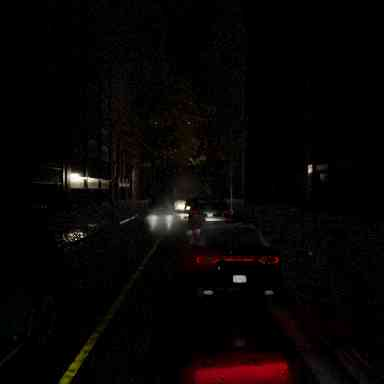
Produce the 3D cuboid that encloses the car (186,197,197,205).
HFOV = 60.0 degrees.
[{"bbox_3d":[-0.080,1.635,60.120,1.895,1.301,4.718,0,0,0],"label":"car"}]

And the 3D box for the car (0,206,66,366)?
[{"bbox_3d":[-3.103,1.220,3.162,2.150,2.045,5.566,0,0,0],"label":"car"}]

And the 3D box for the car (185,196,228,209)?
[{"bbox_3d":[0.876,1.226,18.739,2.150,2.045,5.566,0,0,0],"label":"car"}]

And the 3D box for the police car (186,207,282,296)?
[{"bbox_3d":[0.890,1.425,8.819,1.930,1.638,5.238,0,0,0],"label":"police car"}]

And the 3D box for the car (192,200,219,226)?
[{"bbox_3d":[0.868,1.460,24.899,1.801,1.575,5.366,0,0,0],"label":"car"}]

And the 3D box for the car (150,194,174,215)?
[{"bbox_3d":[-3.046,1.230,35.062,2.150,2.045,5.566,0,0,0],"label":"car"}]
